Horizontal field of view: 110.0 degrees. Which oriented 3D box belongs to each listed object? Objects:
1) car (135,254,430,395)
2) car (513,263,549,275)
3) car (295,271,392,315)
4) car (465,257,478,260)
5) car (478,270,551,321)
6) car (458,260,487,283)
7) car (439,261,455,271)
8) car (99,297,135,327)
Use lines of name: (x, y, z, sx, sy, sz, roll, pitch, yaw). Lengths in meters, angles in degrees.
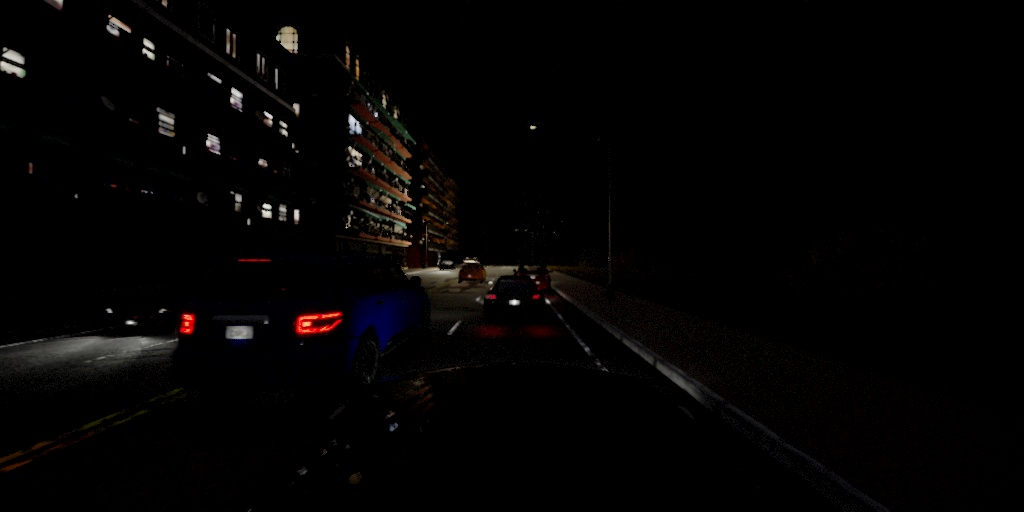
car: (-3.152, 0.994, 6.828, 2.150, 2.045, 5.566, 0, 0, 0)
car: (1.128, 1.189, 21.667, 2.097, 1.767, 4.553, 0, 0, 0)
car: (-6.607, 1.372, 14.671, 1.994, 1.385, 4.181, 0, 0, 0)
car: (-6.590, 1.214, 57.965, 2.150, 2.045, 5.566, 0, 0, 0)
car: (0.089, 1.363, 12.729, 1.994, 1.385, 4.181, 0, 0, 0)
car: (-3.163, 1.349, 29.293, 1.882, 1.535, 5.008, 0, 0, 0)
car: (-9.847, 1.472, 54.629, 2.128, 1.511, 4.902, 0, 0, 0)
car: (-9.855, 1.343, 11.916, 2.033, 1.411, 5.357, 0, 0, 0)
